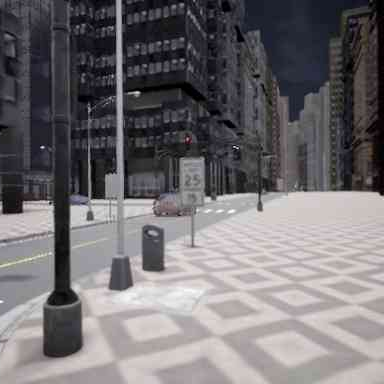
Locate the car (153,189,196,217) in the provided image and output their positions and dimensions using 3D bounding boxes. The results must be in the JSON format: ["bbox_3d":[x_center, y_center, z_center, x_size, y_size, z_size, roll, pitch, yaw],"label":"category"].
[{"bbox_3d":[-1.296,0.907,26.016,2.097,1.767,4.553,-1,1,19],"label":"car"}]

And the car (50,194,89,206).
[{"bbox_3d":[-15.906,1.030,43.544,5.357,1.411,2.033,0,0,19],"label":"car"}]

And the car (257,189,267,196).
[{"bbox_3d":[15.929,0.081,75.766,1.837,1.490,4.892,-1,1,19],"label":"car"}]
